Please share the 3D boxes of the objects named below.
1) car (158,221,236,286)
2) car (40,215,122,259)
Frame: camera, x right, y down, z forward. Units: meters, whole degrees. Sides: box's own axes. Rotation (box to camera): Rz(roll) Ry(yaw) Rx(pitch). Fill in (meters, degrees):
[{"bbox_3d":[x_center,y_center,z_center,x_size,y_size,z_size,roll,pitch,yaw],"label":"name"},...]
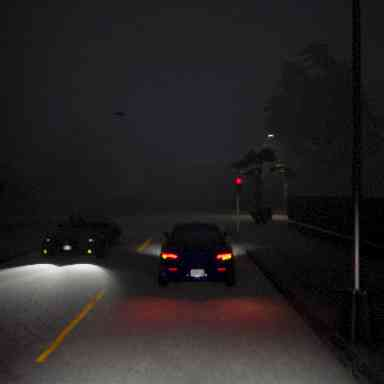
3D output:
[{"bbox_3d":[0.115,1.551,9.322,1.812,1.442,4.674,0,0,0],"label":"car"},{"bbox_3d":[-3.983,1.598,12.620,1.994,1.385,4.181,0,0,0],"label":"car"}]
